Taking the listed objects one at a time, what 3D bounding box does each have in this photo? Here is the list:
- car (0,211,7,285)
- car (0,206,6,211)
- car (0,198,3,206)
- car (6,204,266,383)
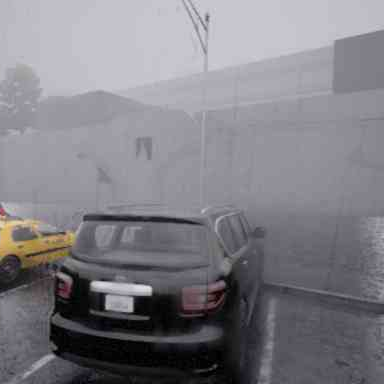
[{"bbox_3d":[-4.834,1.441,9.460,1.946,1.575,5.366,0,-1,16],"label":"car"},{"bbox_3d":[-7.369,1.426,10.841,1.946,1.575,5.366,1,-1,16],"label":"car"},{"bbox_3d":[-9.764,1.174,12.738,2.435,2.045,5.566,1,-1,15],"label":"car"},{"bbox_3d":[0.008,1.217,5.826,2.435,2.045,5.566,0,-1,16],"label":"car"}]
